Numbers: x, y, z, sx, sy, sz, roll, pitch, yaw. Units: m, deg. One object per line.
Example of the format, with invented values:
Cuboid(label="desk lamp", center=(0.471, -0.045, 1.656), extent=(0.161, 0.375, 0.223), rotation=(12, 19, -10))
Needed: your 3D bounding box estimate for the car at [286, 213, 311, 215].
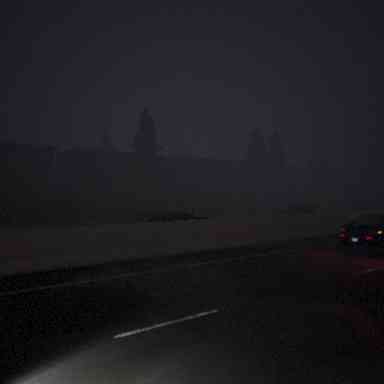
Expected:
Cuboid(label="car", center=(10.128, 1.583, 32.667), extent=(5.008, 1.535, 1.882), rotation=(1, 0, -35))

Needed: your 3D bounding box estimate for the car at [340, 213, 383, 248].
Cuboid(label="car", center=(7.917, 1.581, 13.668), extent=(4.674, 1.442, 1.812), rotation=(0, 0, -35))

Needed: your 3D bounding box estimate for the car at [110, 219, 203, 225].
Cuboid(label="car", center=(-1.438, 1.578, 15.850), extent=(5.357, 1.411, 2.033), rotation=(0, 0, -35))
